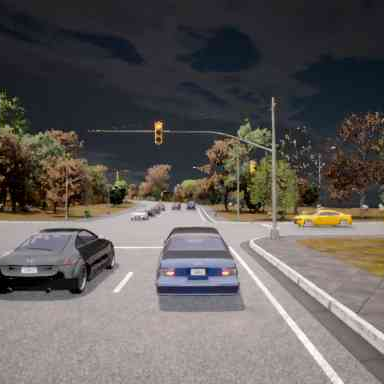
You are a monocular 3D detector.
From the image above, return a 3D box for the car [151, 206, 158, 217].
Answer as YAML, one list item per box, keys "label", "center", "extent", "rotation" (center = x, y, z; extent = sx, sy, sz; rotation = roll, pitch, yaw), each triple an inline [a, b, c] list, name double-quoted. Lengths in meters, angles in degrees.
- label: "car"
  center: [-7.234, 3.470, 55.271]
  extent: [1.895, 1.301, 4.718]
  rotation: [0, -1, 0]

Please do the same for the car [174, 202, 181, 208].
- label: "car"
  center: [-3.849, 3.428, 88.263]
  extent: [1.837, 1.490, 4.892]
  rotation: [0, 0, -4]

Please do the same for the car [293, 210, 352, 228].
- label: "car"
  center: [11.582, 2.365, 29.627]
  extent: [5.008, 1.535, 1.882]
  rotation: [0, -3, -2]

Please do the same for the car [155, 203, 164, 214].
- label: "car"
  center: [-7.208, 3.535, 65.018]
  extent: [2.033, 1.411, 5.357]
  rotation: [0, 0, 0]

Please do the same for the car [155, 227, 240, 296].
- label: "car"
  center: [0.069, 1.647, 8.945]
  extent: [2.033, 1.411, 5.357]
  rotation: [0, -1, -1]

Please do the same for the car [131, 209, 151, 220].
- label: "car"
  center: [-7.227, 3.145, 46.251]
  extent: [1.812, 1.442, 4.674]
  rotation: [0, -2, 0]

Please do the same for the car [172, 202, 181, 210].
- label: "car"
  center: [-3.706, 3.485, 78.287]
  extent: [1.812, 1.442, 4.674]
  rotation: [0, 0, 0]

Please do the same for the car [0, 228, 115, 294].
- label: "car"
  center: [-3.445, 1.665, 9.054]
  extent: [1.994, 1.385, 4.181]
  rotation: [0, -1, 0]

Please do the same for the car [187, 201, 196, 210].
- label: "car"
  center: [-0.204, 3.310, 77.827]
  extent: [2.097, 1.767, 4.553]
  rotation: [0, 0, 0]

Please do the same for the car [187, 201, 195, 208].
- label: "car"
  center: [-0.326, 3.243, 88.005]
  extent: [1.882, 1.535, 5.008]
  rotation: [0, 0, -4]
